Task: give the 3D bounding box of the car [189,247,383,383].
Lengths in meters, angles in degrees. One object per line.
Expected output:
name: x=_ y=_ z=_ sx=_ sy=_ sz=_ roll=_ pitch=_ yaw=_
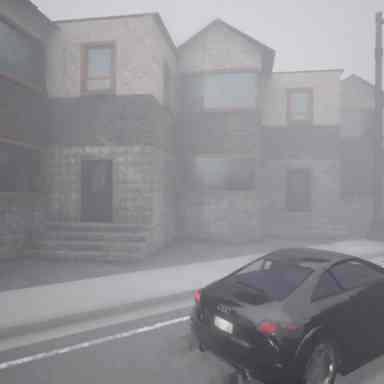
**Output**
car: x=2.022 y=1.592 z=5.193 sx=4.181 sy=1.385 sz=1.994 roll=0 pitch=0 yaw=-35
